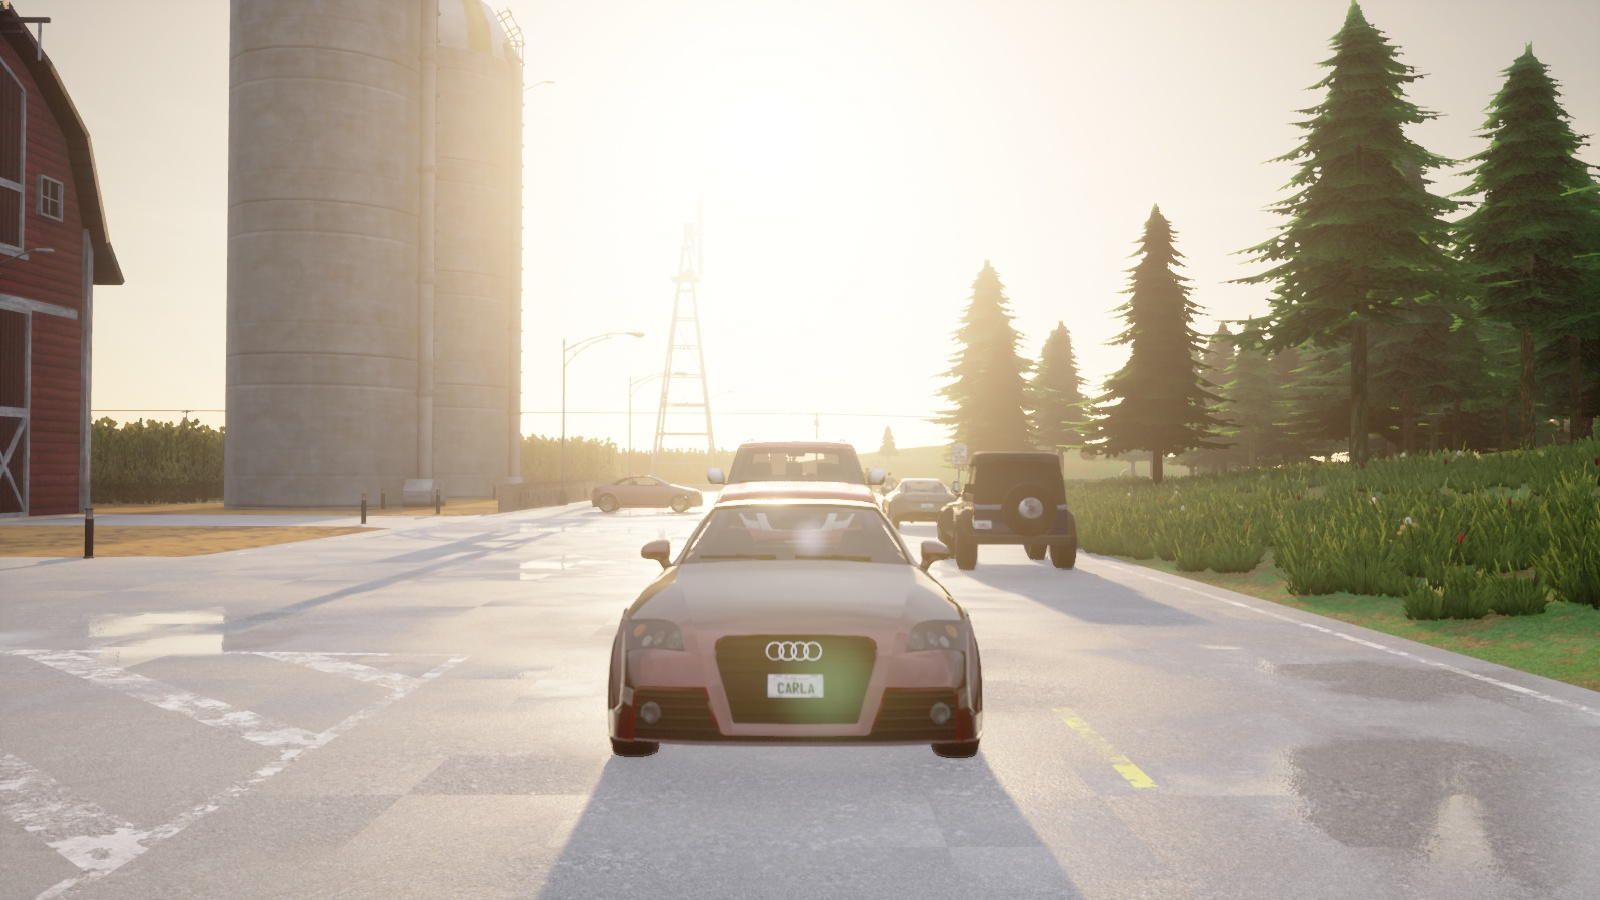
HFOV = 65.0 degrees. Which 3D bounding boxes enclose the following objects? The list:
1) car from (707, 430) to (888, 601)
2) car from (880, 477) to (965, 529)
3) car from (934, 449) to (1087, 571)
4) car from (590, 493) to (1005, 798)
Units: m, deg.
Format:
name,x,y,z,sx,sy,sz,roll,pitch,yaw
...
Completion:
name,x,y,z,sx,sy,sz,roll,pitch,yaw
car,-0.049,0.833,17.818,2.150,2.045,5.566,0,-1,0
car,3.408,1.462,35.651,1.994,1.385,4.181,0,-1,0
car,3.444,0.953,21.239,1.905,1.878,3.866,0,-1,0
car,-0.022,1.015,8.147,1.994,1.385,4.181,0,-1,0
